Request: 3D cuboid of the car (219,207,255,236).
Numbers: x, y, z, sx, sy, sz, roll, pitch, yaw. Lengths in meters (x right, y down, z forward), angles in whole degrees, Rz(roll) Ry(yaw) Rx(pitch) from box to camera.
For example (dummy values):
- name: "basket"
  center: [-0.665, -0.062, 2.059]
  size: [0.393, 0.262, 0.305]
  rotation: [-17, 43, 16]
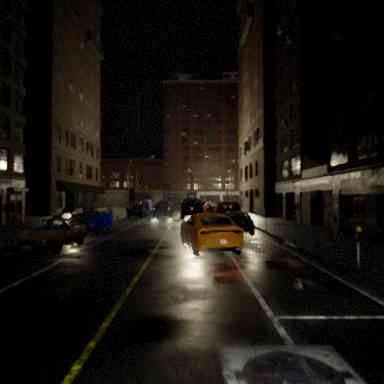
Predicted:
- name: "car"
  center: [2.635, 1.797, 19.879]
  size: [2.008, 1.369, 4.403]
  rotation: [1, -1, 0]

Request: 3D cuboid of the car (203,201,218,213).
- name: "car"
  center: [2.579, 2.068, 47.291]
  size: [1.967, 1.590, 4.097]
  rotation: [1, -1, 0]

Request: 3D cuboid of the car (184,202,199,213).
- name: "car"
  center: [-0.013, 2.184, 46.711]
  size: [1.994, 1.385, 4.181]
  rotation: [0, -1, 1]

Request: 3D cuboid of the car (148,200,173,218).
- name: "car"
  center: [-3.166, 1.822, 36.211]
  size: [2.097, 1.767, 4.553]
  rotation: [0, -1, 0]

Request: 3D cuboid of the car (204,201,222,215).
- name: "car"
  center: [2.591, 1.990, 41.808]
  size: [1.967, 1.590, 4.097]
  rotation: [1, -1, 0]

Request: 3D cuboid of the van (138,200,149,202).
- name: "van"
  center: [-5.933, 1.891, 41.794]
  size: [1.690, 1.788, 3.998]
  rotation: [1, -1, 0]

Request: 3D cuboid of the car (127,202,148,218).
- name: "car"
  center: [-5.924, 2.038, 36.309]
  size: [1.947, 1.339, 4.313]
  rotation: [1, -1, 0]

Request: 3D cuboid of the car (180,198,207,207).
- name: "car"
  center: [0.026, 1.631, 32.053]
  size: [2.150, 2.045, 5.566]
  rotation: [0, -1, 0]

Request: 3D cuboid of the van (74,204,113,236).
- name: "van"
  center: [-5.887, 1.588, 19.867]
  size: [1.690, 1.788, 3.998]
  rotation: [1, -1, 0]

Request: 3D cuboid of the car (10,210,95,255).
- name: "car"
  center: [-5.877, 1.699, 14.212]
  size: [1.752, 1.417, 4.829]
  rotation: [1, -1, 0]

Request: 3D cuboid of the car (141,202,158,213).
- name: "car"
  center: [-5.947, 2.173, 47.273]
  size: [1.887, 1.381, 4.507]
  rotation: [1, -1, 0]

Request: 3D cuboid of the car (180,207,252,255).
- name: "car"
  center: [0.685, 1.651, 14.269]
  size: [1.882, 1.535, 5.008]
  rotation: [0, -1, -10]

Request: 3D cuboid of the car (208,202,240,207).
- name: "car"
  center: [2.626, 1.634, 25.363]
  size: [2.192, 1.841, 5.009]
  rotation: [1, -1, 0]
